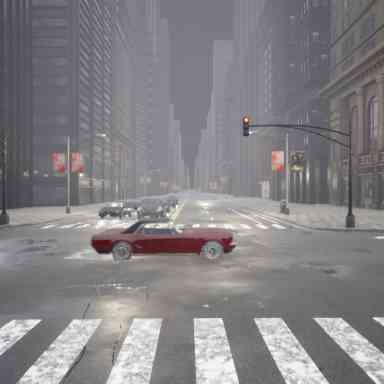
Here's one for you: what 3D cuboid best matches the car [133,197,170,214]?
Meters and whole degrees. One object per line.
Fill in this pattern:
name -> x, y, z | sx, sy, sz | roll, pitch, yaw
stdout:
car -> -3.326, 1.337, 28.066 | 2.097, 1.767, 4.553 | 0, 0, 0

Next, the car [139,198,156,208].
car -> -6.565, 1.565, 49.509 | 1.895, 1.301, 4.718 | 0, 0, 0

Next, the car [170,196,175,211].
car -> -3.320, 1.524, 37.540 | 2.033, 1.411, 5.357 | 0, 0, 0

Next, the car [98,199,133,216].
car -> -6.551, 1.531, 29.324 | 2.033, 1.411, 5.357 | 0, 0, 4

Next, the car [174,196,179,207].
car -> -3.319, 1.530, 47.439 | 1.994, 1.385, 4.181 | 0, 0, 0

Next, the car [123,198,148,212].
car -> -6.567, 1.522, 39.423 | 2.033, 1.411, 5.357 | 0, 0, 0

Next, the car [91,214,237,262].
car -> -0.875, 1.571, 11.460 | 4.718, 1.301, 1.895 | 0, 0, 0

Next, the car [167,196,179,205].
car -> -3.273, 1.455, 57.813 | 1.837, 1.490, 4.892 | 0, 0, 0
